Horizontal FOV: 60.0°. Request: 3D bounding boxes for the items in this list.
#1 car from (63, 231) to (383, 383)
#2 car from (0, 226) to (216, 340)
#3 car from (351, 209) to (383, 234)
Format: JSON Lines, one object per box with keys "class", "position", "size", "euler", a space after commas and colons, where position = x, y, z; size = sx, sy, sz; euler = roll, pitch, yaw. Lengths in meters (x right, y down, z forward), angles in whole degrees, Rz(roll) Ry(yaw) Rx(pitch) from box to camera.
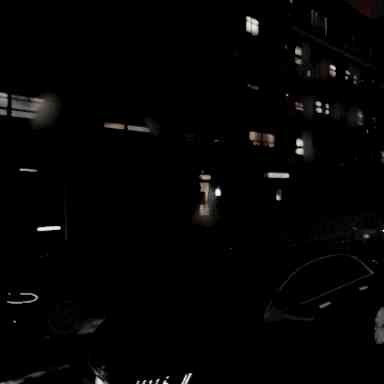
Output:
{"class": "car", "position": [1.055, 1.526, 4.579], "size": [4.892, 1.490, 1.837], "euler": [0, 0, -38]}
{"class": "car", "position": [-1.274, 1.524, 6.879], "size": [5.008, 1.535, 1.882], "euler": [0, 0, -39]}
{"class": "car", "position": [9.014, 1.528, 15.006], "size": [4.902, 1.511, 2.128], "euler": [0, 0, -38]}
